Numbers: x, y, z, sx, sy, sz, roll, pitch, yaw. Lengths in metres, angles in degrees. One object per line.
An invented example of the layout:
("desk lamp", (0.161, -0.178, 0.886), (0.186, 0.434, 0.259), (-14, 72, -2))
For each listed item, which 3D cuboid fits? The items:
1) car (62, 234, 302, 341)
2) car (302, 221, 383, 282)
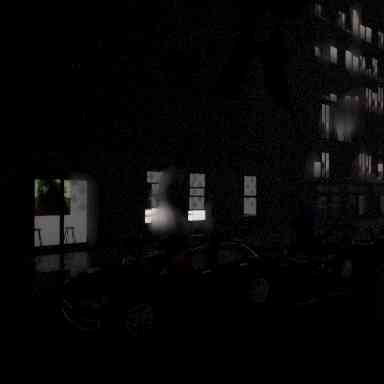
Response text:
("car", (-0.162, 1.551, 6.420), (4.403, 1.369, 2.008), (0, 0, -35))
("car", (4.473, 1.550, 9.696), (4.403, 1.369, 2.008), (0, 0, -35))
